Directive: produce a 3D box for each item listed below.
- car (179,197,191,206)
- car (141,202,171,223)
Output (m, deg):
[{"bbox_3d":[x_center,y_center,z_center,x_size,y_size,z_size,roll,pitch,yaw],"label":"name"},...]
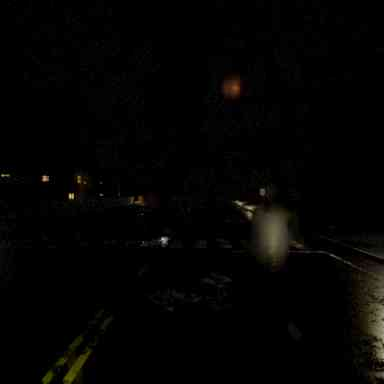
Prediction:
[{"bbox_3d":[-1.192,1.634,59.014,1.837,1.490,4.892,0,0,4],"label":"car"},{"bbox_3d":[-2.795,1.522,26.388,1.882,1.535,5.008,0,0,2],"label":"car"}]
